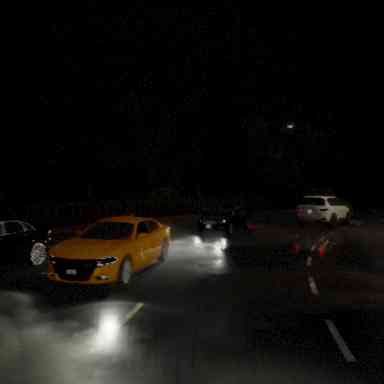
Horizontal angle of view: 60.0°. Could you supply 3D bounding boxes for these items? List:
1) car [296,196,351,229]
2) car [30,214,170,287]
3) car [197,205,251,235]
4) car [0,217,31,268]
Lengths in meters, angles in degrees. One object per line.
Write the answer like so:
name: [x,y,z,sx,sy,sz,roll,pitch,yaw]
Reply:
car: [9.059,1.279,22.754,2.150,2.045,5.566,0,0,40]
car: [-2.071,1.460,9.638,1.882,1.535,5.008,0,0,13]
car: [1.952,1.499,19.176,2.128,1.511,4.902,0,0,27]
car: [-5.744,1.449,8.720,2.128,1.511,4.902,0,0,13]
